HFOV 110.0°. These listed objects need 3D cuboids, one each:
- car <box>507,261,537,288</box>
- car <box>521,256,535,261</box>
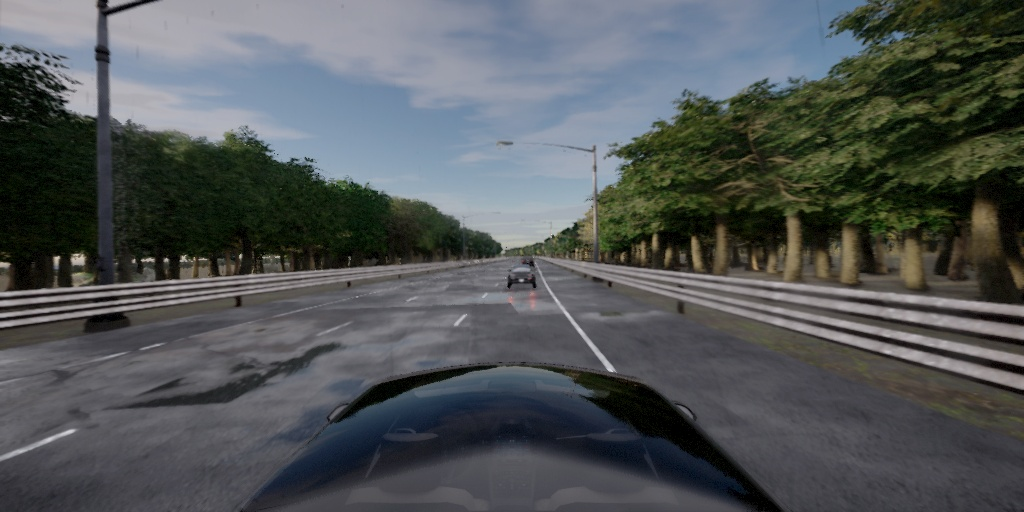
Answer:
[{"bbox_3d":[0.684,1.310,24.283,1.812,1.442,4.674,-1,0,3],"label":"car"},{"bbox_3d":[2.729,1.003,61.424,2.150,2.045,5.566,-1,0,3],"label":"car"}]
